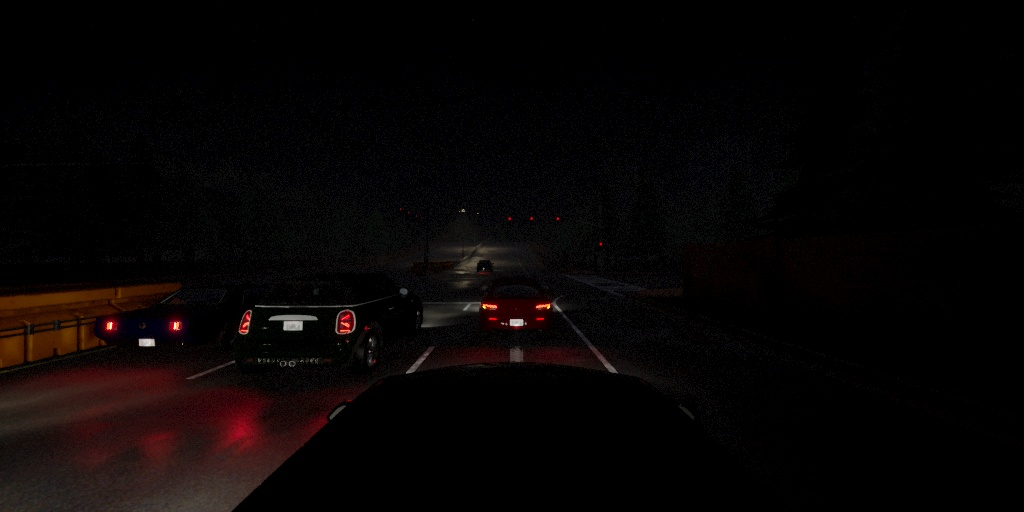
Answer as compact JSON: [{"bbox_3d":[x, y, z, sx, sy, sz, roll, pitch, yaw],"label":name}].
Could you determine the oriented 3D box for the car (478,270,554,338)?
[{"bbox_3d":[0.099,1.276,10.079,1.812,1.442,4.674,0,0,0],"label":"car"}]

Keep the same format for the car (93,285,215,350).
[{"bbox_3d":[-6.900,1.351,9.004,1.895,1.301,4.718,0,0,0],"label":"car"}]

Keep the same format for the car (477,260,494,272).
[{"bbox_3d":[-3.403,1.255,45.479,1.837,1.490,4.892,0,0,0],"label":"car"}]

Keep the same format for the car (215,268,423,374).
[{"bbox_3d":[-3.399,1.102,7.690,2.097,1.767,4.553,0,0,0],"label":"car"}]
